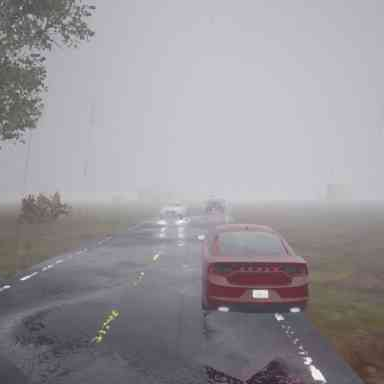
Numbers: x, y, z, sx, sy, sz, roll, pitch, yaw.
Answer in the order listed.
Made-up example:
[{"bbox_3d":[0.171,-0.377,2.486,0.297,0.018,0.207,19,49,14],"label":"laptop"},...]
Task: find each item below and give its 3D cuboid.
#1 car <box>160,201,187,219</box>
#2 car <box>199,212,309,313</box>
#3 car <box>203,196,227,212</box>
[{"bbox_3d":[-1.516,1.519,28.882,1.812,1.442,4.674,0,0,6],"label":"car"},{"bbox_3d":[1.171,1.478,7.792,1.882,1.535,5.008,0,0,2],"label":"car"},{"bbox_3d":[2.584,1.491,36.615,1.837,1.490,4.892,0,0,8],"label":"car"}]
